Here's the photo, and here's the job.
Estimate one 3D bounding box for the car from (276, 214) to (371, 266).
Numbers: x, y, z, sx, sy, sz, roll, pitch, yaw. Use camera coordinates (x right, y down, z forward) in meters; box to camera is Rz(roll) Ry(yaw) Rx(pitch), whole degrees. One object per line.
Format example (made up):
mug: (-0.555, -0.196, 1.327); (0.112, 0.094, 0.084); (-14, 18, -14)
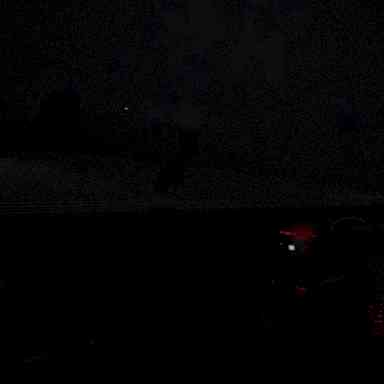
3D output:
car: (5.075, 1.518, 11.721); (4.902, 1.511, 2.128); (0, 0, -35)

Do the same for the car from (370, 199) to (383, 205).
car: (29.061, 1.734, 50.919); (4.181, 1.385, 1.994); (0, 0, -36)

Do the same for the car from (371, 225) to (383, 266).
car: (7.020, 1.503, 8.813); (5.008, 1.535, 1.882); (1, 0, -35)
